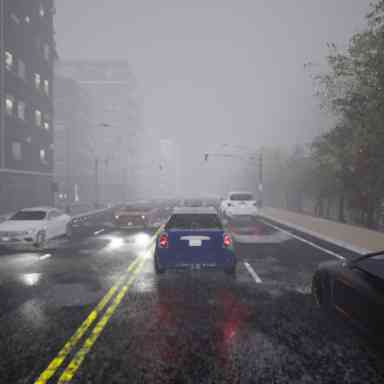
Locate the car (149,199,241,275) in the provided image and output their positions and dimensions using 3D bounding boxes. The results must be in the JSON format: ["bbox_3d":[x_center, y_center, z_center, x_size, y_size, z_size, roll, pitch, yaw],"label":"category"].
[{"bbox_3d":[0.085,1.253,10.305,2.097,1.767,4.553,0,0,0],"label":"car"}]

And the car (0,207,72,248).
[{"bbox_3d":[-6.603,1.391,14.146,1.812,1.442,4.674,0,0,0],"label":"car"}]

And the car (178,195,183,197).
[{"bbox_3d":[0.081,1.258,25.238,2.128,1.511,4.902,0,1,0],"label":"car"}]

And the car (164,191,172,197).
[{"bbox_3d":[-6.526,0.552,91.234,2.097,1.767,4.553,0,0,0],"label":"car"}]

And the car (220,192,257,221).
[{"bbox_3d":[3.334,0.993,24.487,2.150,2.045,5.566,0,0,0],"label":"car"}]

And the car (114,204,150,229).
[{"bbox_3d":[-3.350,1.411,20.208,1.895,1.301,4.718,0,1,0],"label":"car"}]

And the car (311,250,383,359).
[{"bbox_3d":[3.320,1.518,4.859,1.994,1.385,4.181,0,1,0],"label":"car"}]

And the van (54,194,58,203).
[{"bbox_3d":[-22.744,1.135,51.123,3.998,1.788,1.690,-1,2,-1],"label":"van"}]

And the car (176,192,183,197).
[{"bbox_3d":[-3.276,0.737,91.206,2.033,1.411,5.357,0,0,0],"label":"car"}]
